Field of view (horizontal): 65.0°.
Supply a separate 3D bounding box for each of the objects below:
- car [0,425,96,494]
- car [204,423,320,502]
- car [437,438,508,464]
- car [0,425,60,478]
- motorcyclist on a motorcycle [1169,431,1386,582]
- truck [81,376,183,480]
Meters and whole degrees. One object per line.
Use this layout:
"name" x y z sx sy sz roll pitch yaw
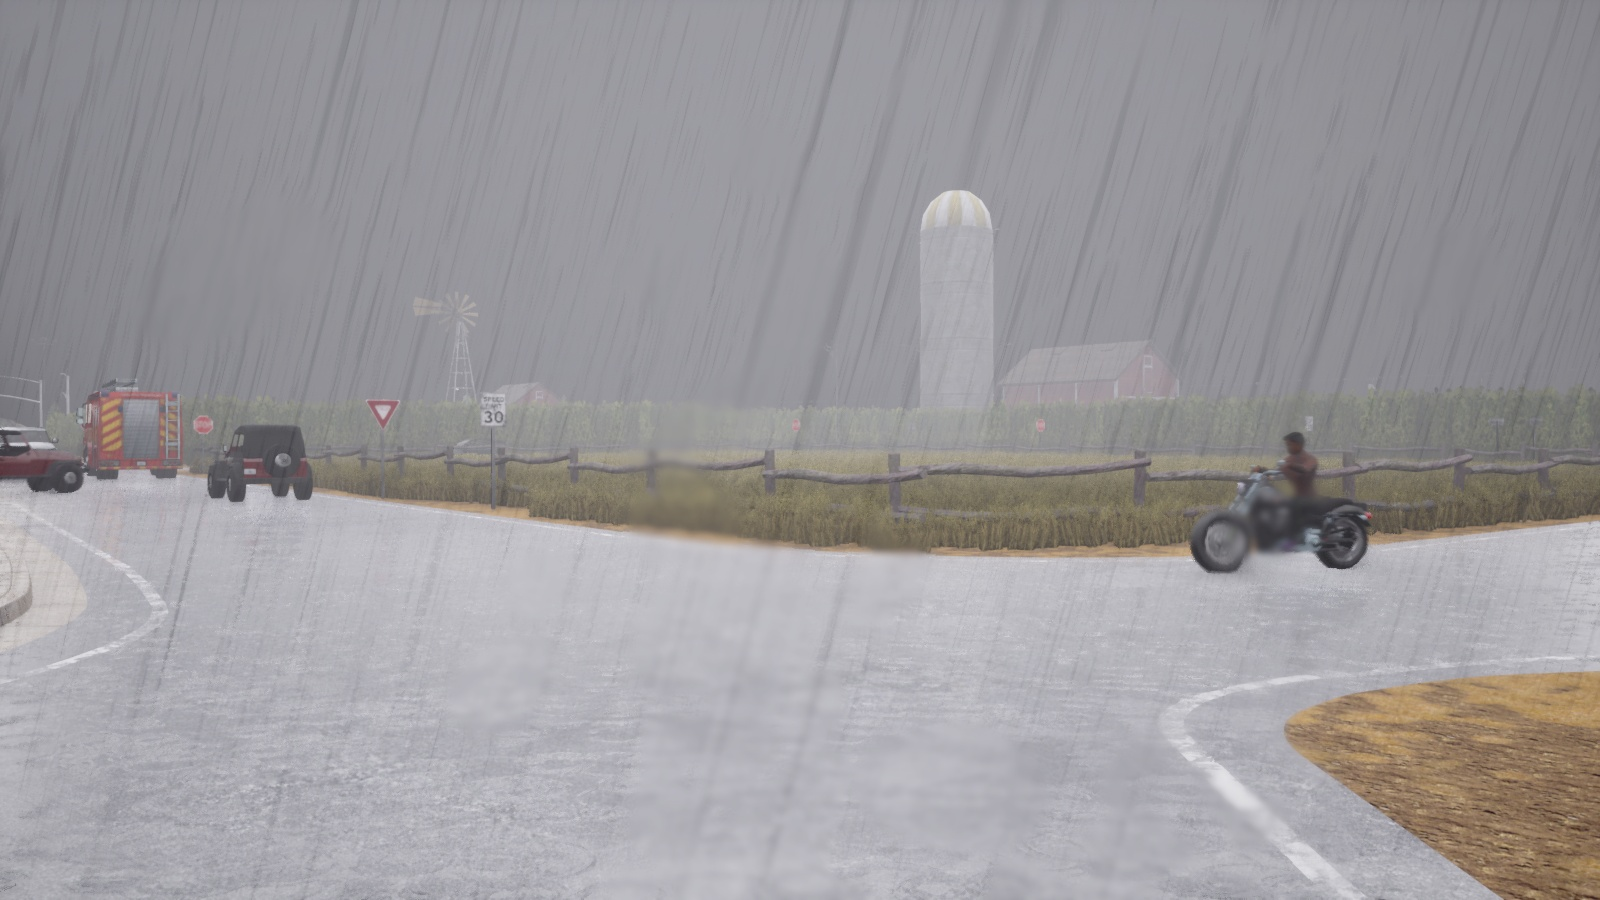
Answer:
"car" -22.161 0.251 35.126 1.905 1.878 3.866 1 1 36
"car" -13.728 0.285 31.948 1.905 1.878 3.866 0 0 -36
"car" -19.623 0.054 75.266 3.705 1.549 1.789 0 1 -35
"car" -31.567 0.019 50.960 2.150 2.045 5.566 0 1 -35
"motorcyclist on a motorcycle" 5.508 0.619 14.502 2.350 1.649 0.766 0 0 -17
"truck" -27.154 -0.860 50.868 2.891 3.827 8.468 0 1 -33
